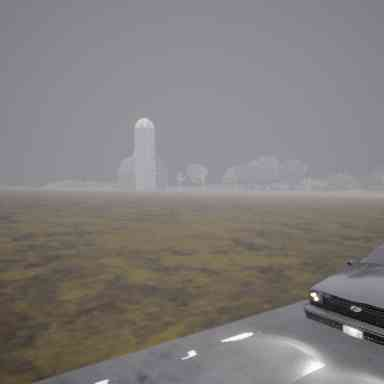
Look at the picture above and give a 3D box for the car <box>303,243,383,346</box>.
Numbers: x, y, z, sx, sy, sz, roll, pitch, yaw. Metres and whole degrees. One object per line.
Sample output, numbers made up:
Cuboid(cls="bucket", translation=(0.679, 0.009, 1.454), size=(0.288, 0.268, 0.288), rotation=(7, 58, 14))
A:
Cuboid(cls="car", translation=(4.417, 1.567, 6.153), size=(5.357, 1.411, 2.033), rotation=(0, 0, -35))
